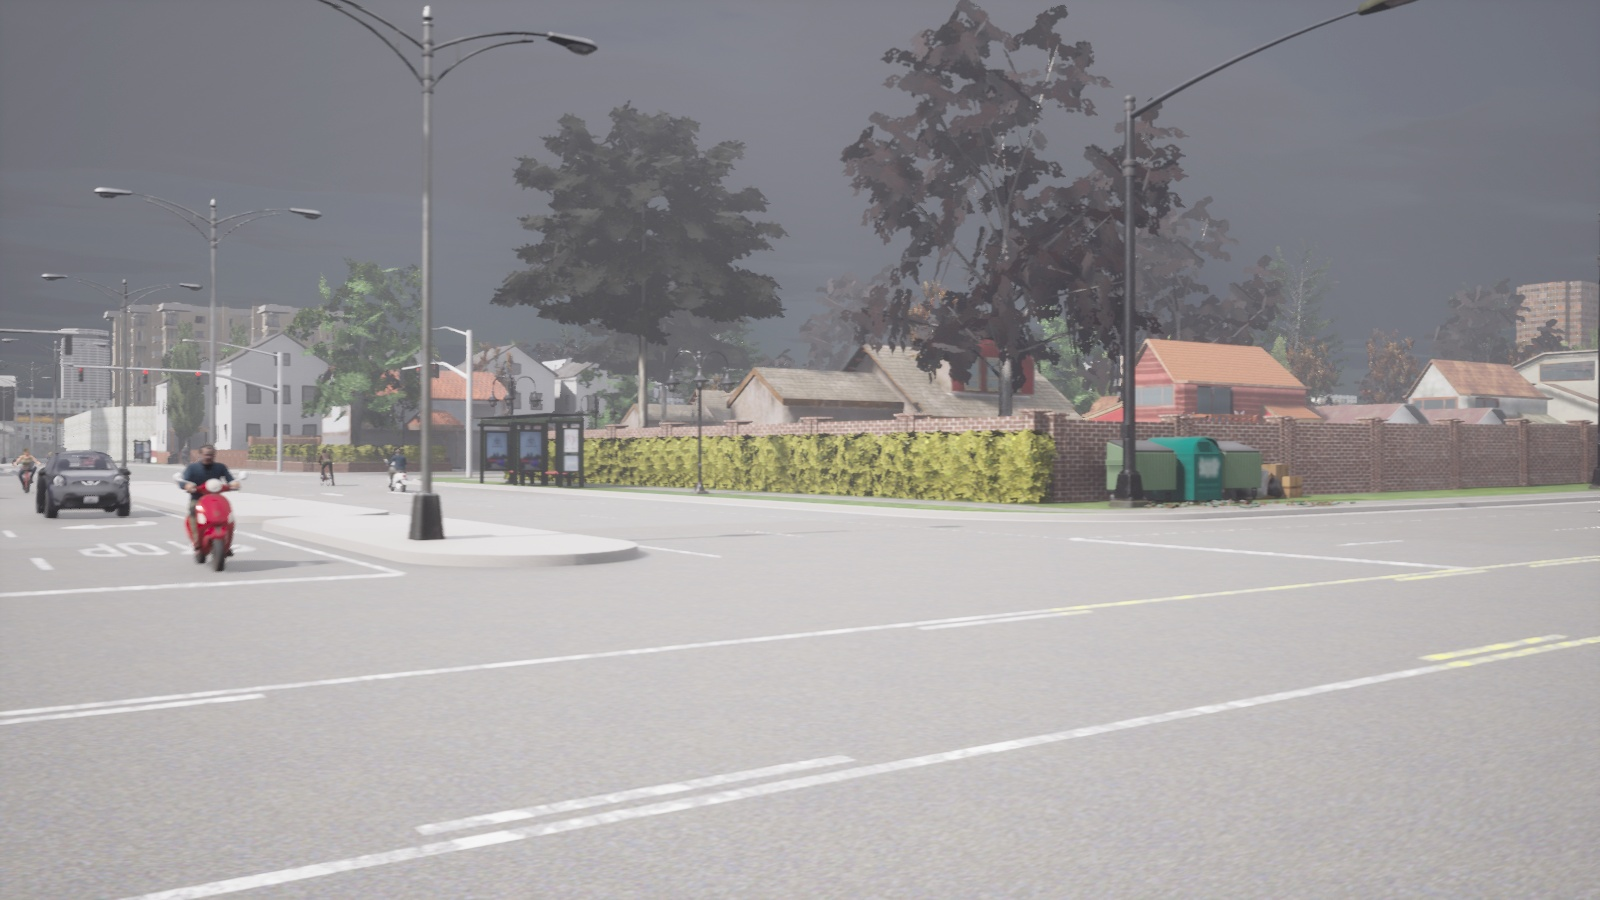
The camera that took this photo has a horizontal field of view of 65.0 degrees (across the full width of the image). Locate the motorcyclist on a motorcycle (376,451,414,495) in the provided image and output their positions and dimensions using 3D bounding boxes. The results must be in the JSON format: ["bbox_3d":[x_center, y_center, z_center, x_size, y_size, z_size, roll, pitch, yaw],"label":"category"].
[{"bbox_3d":[-15.119,0.843,46.854,0.866,1.590,1.817,1,-1,-35],"label":"motorcyclist on a motorcycle"}]

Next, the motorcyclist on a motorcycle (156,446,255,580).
[{"bbox_3d":[-7.584,0.753,15.971,0.866,1.590,1.817,-1,0,-34],"label":"motorcyclist on a motorcycle"}]

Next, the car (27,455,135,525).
[{"bbox_3d":[-16.554,0.864,28.844,1.845,1.501,3.633,0,0,-35],"label":"car"}]
